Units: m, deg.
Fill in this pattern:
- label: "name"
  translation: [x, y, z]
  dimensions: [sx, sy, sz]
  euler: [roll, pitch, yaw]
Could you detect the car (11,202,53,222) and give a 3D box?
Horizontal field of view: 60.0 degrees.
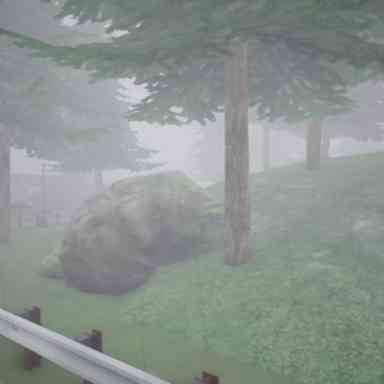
- label: "car"
  translation: [-12.457, 1.460, 23.683]
  dimensions: [1.882, 1.535, 5.008]
  euler: [0, 0, 39]
